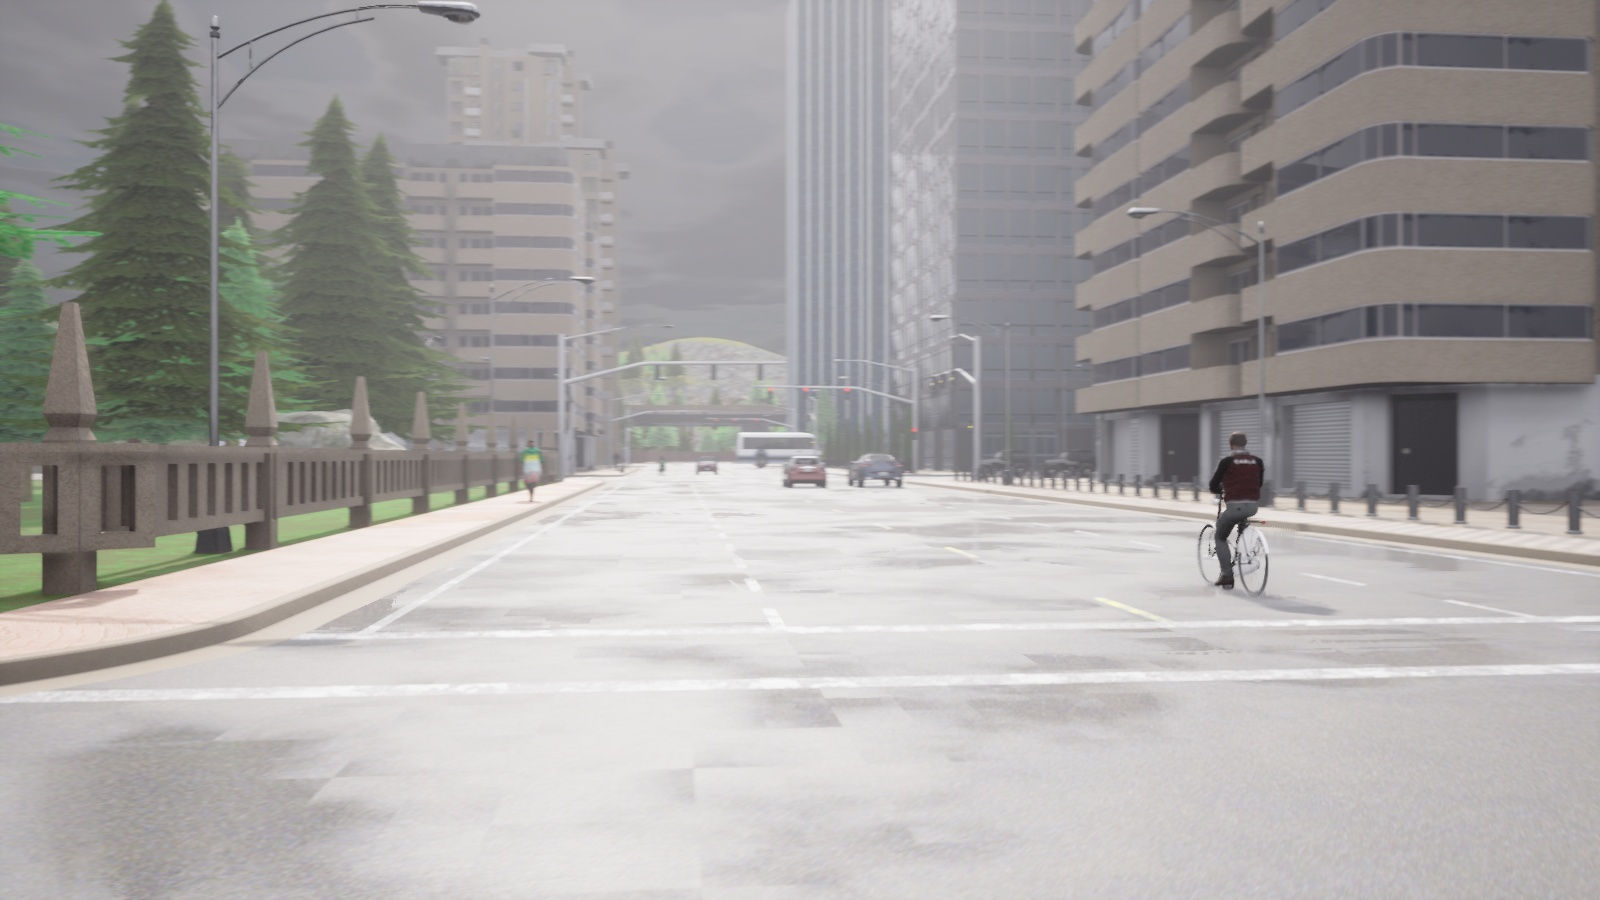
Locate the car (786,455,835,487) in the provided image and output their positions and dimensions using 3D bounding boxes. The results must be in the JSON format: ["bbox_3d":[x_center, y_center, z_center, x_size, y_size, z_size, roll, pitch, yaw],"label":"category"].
[{"bbox_3d":[0.466,0.985,59.599,1.970,1.475,3.806,0,0,-5],"label":"car"}]

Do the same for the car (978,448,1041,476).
[{"bbox_3d":[14.085,0.815,84.522,3.866,1.878,1.905,0,0,-5],"label":"car"}]

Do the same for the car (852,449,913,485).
[{"bbox_3d":[3.895,0.787,60.499,2.152,1.651,5.027,0,0,-5],"label":"car"}]

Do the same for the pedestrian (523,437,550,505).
[{"bbox_3d":[-7.664,0.607,36.542,0.659,1.952,0.873,0,0,-6],"label":"pedestrian"}]

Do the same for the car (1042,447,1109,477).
[{"bbox_3d":[17.810,0.784,81.342,3.866,1.878,1.905,0,0,-5],"label":"car"}]

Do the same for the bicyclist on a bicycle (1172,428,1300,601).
[{"bbox_3d":[4.745,0.660,13.794,0.659,1.776,1.843,0,0,-4],"label":"bicyclist on a bicycle"}]
